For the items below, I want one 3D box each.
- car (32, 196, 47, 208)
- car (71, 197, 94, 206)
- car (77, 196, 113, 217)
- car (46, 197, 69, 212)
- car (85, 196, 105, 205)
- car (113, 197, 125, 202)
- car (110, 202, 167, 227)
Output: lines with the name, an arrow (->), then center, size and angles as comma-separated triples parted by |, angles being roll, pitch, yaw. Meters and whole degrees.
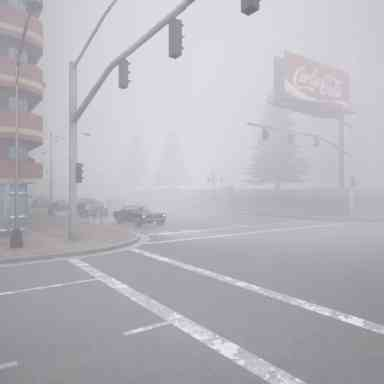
car -> -21.190, 1.354, 47.131 | 2.097, 1.767, 4.553 | 0, 0, -36
car -> -18.290, 1.547, 55.324 | 2.033, 1.411, 5.357 | 0, 0, -36
car -> -9.475, 1.352, 30.886 | 2.097, 1.767, 4.553 | 0, 0, -36
car -> -15.281, 1.564, 38.906 | 1.994, 1.385, 4.181 | 0, 0, -36
car -> -17.671, 1.526, 60.424 | 1.812, 1.442, 4.674 | 0, 0, -37
car -> -12.320, 1.505, 53.046 | 1.837, 1.490, 4.892 | 0, 0, -36
car -> -3.659, 1.601, 22.856 | 1.895, 1.301, 4.718 | 0, 0, -36
